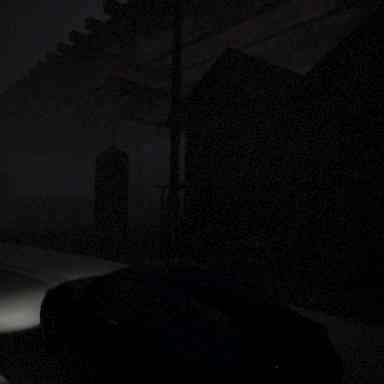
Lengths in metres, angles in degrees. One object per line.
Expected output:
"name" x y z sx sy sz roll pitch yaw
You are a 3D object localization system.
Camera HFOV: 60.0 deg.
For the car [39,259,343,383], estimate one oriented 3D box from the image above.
"car" -0.460 1.668 4.531 1.812 1.442 4.674 3 -2 -44
